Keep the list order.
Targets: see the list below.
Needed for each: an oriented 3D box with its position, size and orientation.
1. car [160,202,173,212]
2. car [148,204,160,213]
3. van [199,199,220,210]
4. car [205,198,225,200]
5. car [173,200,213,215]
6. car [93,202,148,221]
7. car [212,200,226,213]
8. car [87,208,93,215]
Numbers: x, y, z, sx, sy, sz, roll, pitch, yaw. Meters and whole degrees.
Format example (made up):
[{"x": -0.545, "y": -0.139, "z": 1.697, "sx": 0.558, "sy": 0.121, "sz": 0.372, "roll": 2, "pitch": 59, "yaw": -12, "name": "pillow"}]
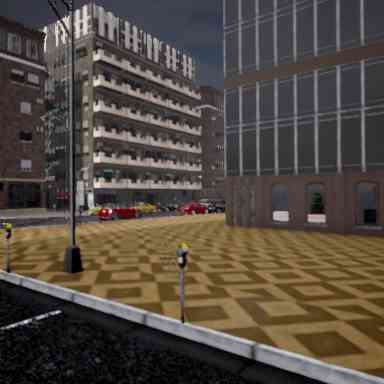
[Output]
[{"x": -3.376, "y": 2.181, "z": 48.321, "sx": 1.947, "sy": 1.339, "sz": 4.313, "roll": -2, "pitch": -2, "yaw": 35, "name": "car"}, {"x": -6.720, "y": 2.049, "z": 43.559, "sx": 1.752, "sy": 1.417, "sz": 4.829, "roll": -2, "pitch": -2, "yaw": 35, "name": "car"}, {"x": 3.114, "y": 2.132, "z": 57.574, "sx": 1.690, "sy": 1.788, "sz": 3.998, "roll": -2, "pitch": -2, "yaw": 35, "name": "van"}, {"x": 3.522, "y": 1.944, "z": 53.559, "sx": 2.150, "sy": 2.045, "sz": 5.566, "roll": -1, "pitch": -2, "yaw": 36, "name": "car"}, {"x": 0.185, "y": 2.002, "z": 38.925, "sx": 1.887, "sy": 1.381, "sz": 4.507, "roll": -2, "pitch": -2, "yaw": 35, "name": "car"}, {"x": -6.309, "y": 1.721, "z": 29.680, "sx": 1.967, "sy": 1.590, "sz": 4.097, "roll": -2, "pitch": -2, "yaw": 35, "name": "car"}, {"x": 3.431, "y": 2.111, "z": 43.548, "sx": 1.947, "sy": 1.339, "sz": 4.313, "roll": -2, "pitch": -2, "yaw": 35, "name": "car"}, {"x": -9.966, "y": 1.961, "z": 38.936, "sx": 1.752, "sy": 1.417, "sz": 4.829, "roll": -2, "pitch": -2, "yaw": 35, "name": "car"}]
